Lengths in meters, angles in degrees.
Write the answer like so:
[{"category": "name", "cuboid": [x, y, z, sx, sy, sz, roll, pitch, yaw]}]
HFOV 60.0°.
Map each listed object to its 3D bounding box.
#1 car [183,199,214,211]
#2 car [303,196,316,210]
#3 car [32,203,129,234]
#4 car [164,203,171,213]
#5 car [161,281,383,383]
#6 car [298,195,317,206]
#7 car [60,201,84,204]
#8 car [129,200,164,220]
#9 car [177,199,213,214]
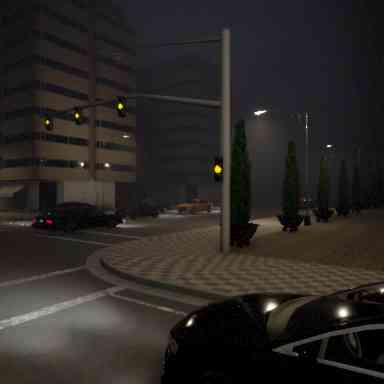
[{"category": "car", "cuboid": [0.940, 1.619, 43.107, 1.994, 1.385, 4.181, 0, 0, 36]}, {"category": "car", "cuboid": [15.430, 1.619, 45.101, 1.994, 1.385, 4.181, 0, 0, 35]}, {"category": "car", "cuboid": [-6.640, 1.605, 19.929, 2.033, 1.411, 5.357, 0, 0, 35]}, {"category": "car", "cuboid": [-4.511, 1.603, 35.418, 2.033, 1.411, 5.357, 0, 0, 35]}, {"category": "car", "cuboid": [1.928, 1.492, 2.598, 4.902, 1.511, 2.128, 0, 0, 36]}, {"category": "car", "cuboid": [20.317, 1.407, 58.463, 2.097, 1.767, 4.553, 0, 0, 32]}, {"category": "car", "cuboid": [-10.132, 1.560, 27.461, 1.837, 1.490, 4.892, 0, 0, 35]}, {"category": "car", "cuboid": [-4.757, 1.619, 29.005, 1.994, 1.385, 4.181, 0, 0, 35]}, {"category": "car", "cuboid": [0.394, 1.533, 36.293, 1.882, 1.535, 5.008, 0, 0, 35]}]
